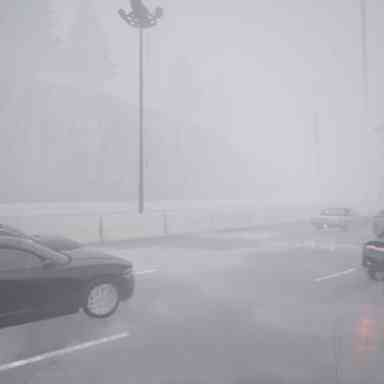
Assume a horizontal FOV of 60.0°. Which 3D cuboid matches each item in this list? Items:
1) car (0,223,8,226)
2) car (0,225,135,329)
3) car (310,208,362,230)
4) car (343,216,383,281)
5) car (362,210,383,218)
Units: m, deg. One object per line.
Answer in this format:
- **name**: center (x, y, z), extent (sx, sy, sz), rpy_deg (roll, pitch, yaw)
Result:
- **car**: center (-5.373, 1.527, 8.614), extent (4.892, 1.490, 1.837), rpy_deg (0, 0, -36)
- **car**: center (-3.422, 1.492, 5.706), extent (5.008, 1.535, 1.882), rpy_deg (0, 0, -36)
- **car**: center (9.248, 1.631, 20.380), extent (4.718, 1.301, 1.895), rpy_deg (0, 0, -42)
- **car**: center (6.290, 1.503, 8.730), extent (4.902, 1.511, 2.128), rpy_deg (0, 0, -38)
- **car**: center (11.126, 1.515, 17.398), extent (4.902, 1.511, 2.128), rpy_deg (0, 0, -41)
